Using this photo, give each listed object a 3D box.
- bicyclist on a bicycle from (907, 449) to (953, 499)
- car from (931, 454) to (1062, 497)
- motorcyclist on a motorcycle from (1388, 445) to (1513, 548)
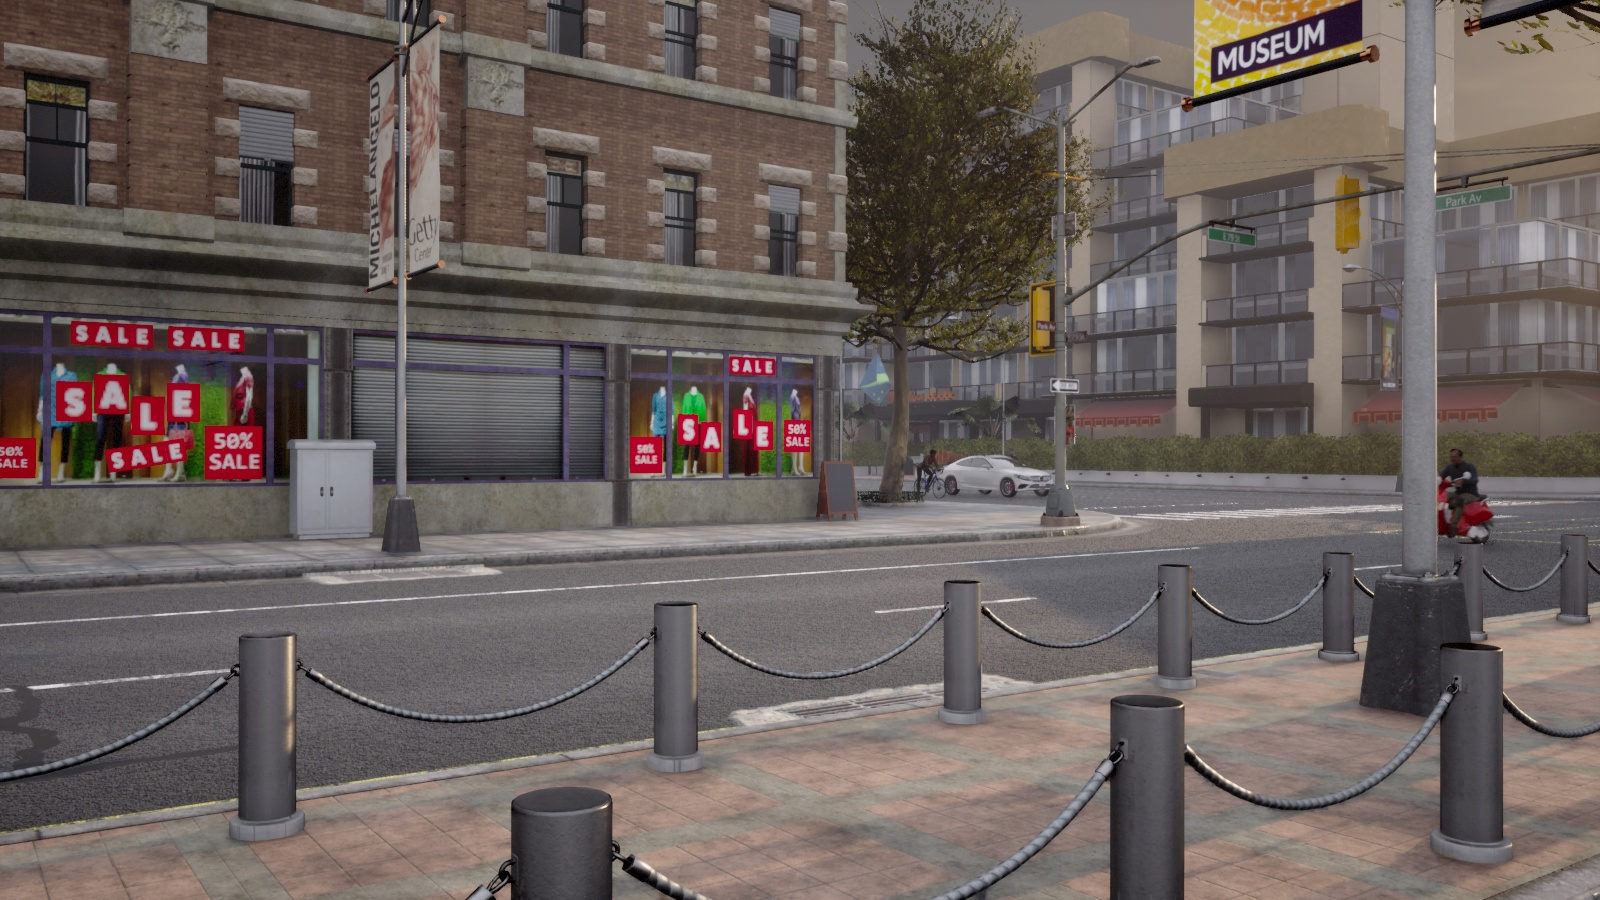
[{"bbox_3d":[4.320,0.791,41.780,0.582,1.620,1.656,0,0,-35],"label":"bicyclist on a bicycle"},{"bbox_3d":[6.844,0.864,44.275,1.812,1.442,4.674,0,0,-35],"label":"car"},{"bbox_3d":[10.529,0.726,20.314,1.817,1.590,0.866,0,1,-26],"label":"motorcyclist on a motorcycle"}]
